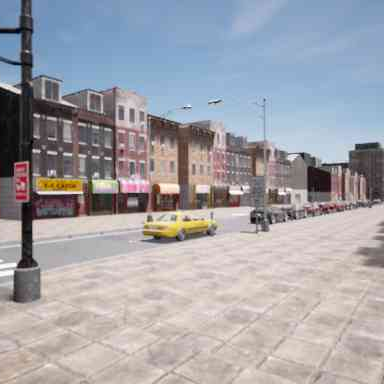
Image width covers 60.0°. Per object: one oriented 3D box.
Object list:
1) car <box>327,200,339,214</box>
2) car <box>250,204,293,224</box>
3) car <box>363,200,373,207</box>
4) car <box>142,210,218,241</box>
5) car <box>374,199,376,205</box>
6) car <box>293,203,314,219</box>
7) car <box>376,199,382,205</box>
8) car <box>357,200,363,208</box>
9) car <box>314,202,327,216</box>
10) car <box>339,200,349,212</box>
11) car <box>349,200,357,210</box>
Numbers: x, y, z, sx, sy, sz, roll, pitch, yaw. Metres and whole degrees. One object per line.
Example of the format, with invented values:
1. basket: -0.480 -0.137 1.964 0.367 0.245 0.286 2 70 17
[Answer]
1. car: 15.786 1.830 39.704 1.887 1.381 4.507 -1 -1 35
2. car: 6.008 1.710 25.949 1.947 1.339 4.313 -1 -1 35
3. car: 32.085 2.143 62.630 2.008 1.369 4.403 -1 -1 35
4. car: -0.414 1.593 16.918 1.752 1.417 4.829 -1 -1 35
5. car: 35.343 2.208 67.214 1.887 1.381 4.507 -1 -2 35
6. car: 9.267 1.738 30.534 2.008 1.369 4.403 -1 -1 35
7. car: 45.121 2.457 80.967 2.008 1.369 4.403 -2 -2 35
8. car: 25.565 2.009 53.459 2.008 1.369 4.403 -1 -1 35
9. car: 12.527 1.816 35.119 1.802 1.307 4.206 -1 -1 35
10. car: 19.045 1.779 44.291 1.967 1.590 4.097 -1 -1 35
11. car: 22.305 1.948 48.874 2.008 1.369 4.403 -1 -1 35
